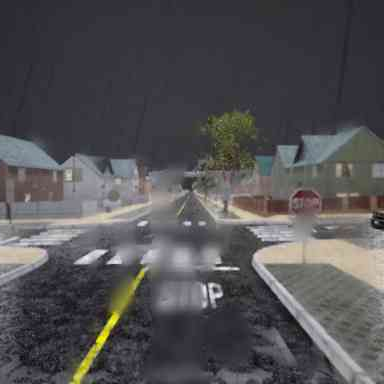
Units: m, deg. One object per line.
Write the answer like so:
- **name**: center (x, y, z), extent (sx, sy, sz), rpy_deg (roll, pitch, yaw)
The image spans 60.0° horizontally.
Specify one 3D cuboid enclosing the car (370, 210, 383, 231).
- **car**: center (11.416, 1.278, 16.184), extent (5.008, 1.535, 1.882), rpy_deg (-1, 2, 0)
